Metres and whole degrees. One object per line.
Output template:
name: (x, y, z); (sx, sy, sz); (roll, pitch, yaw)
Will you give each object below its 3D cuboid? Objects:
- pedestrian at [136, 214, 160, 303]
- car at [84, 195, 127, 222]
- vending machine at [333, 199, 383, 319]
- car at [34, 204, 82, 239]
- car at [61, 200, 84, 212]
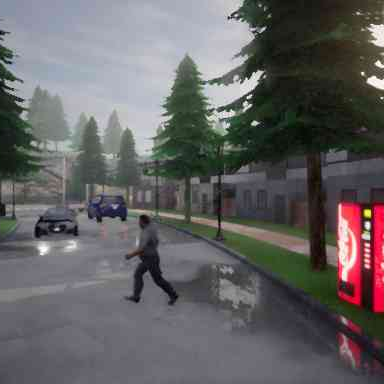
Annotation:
pedestrian: (-0.868, 1.293, 6.557); (0.375, 1.860, 0.375); (0, 0, -7)
car: (-6.790, 1.219, 26.355); (2.150, 2.045, 5.566); (0, 0, -27)
vending machine: (3.461, 1.194, 6.374); (1.100, 2.100, 0.880); (0, 0, -7)
car: (-7.035, 1.561, 17.521); (1.994, 1.385, 4.181); (0, 0, -20)
car: (-13.632, 1.595, 37.135); (1.895, 1.301, 4.718); (0, 0, -37)
